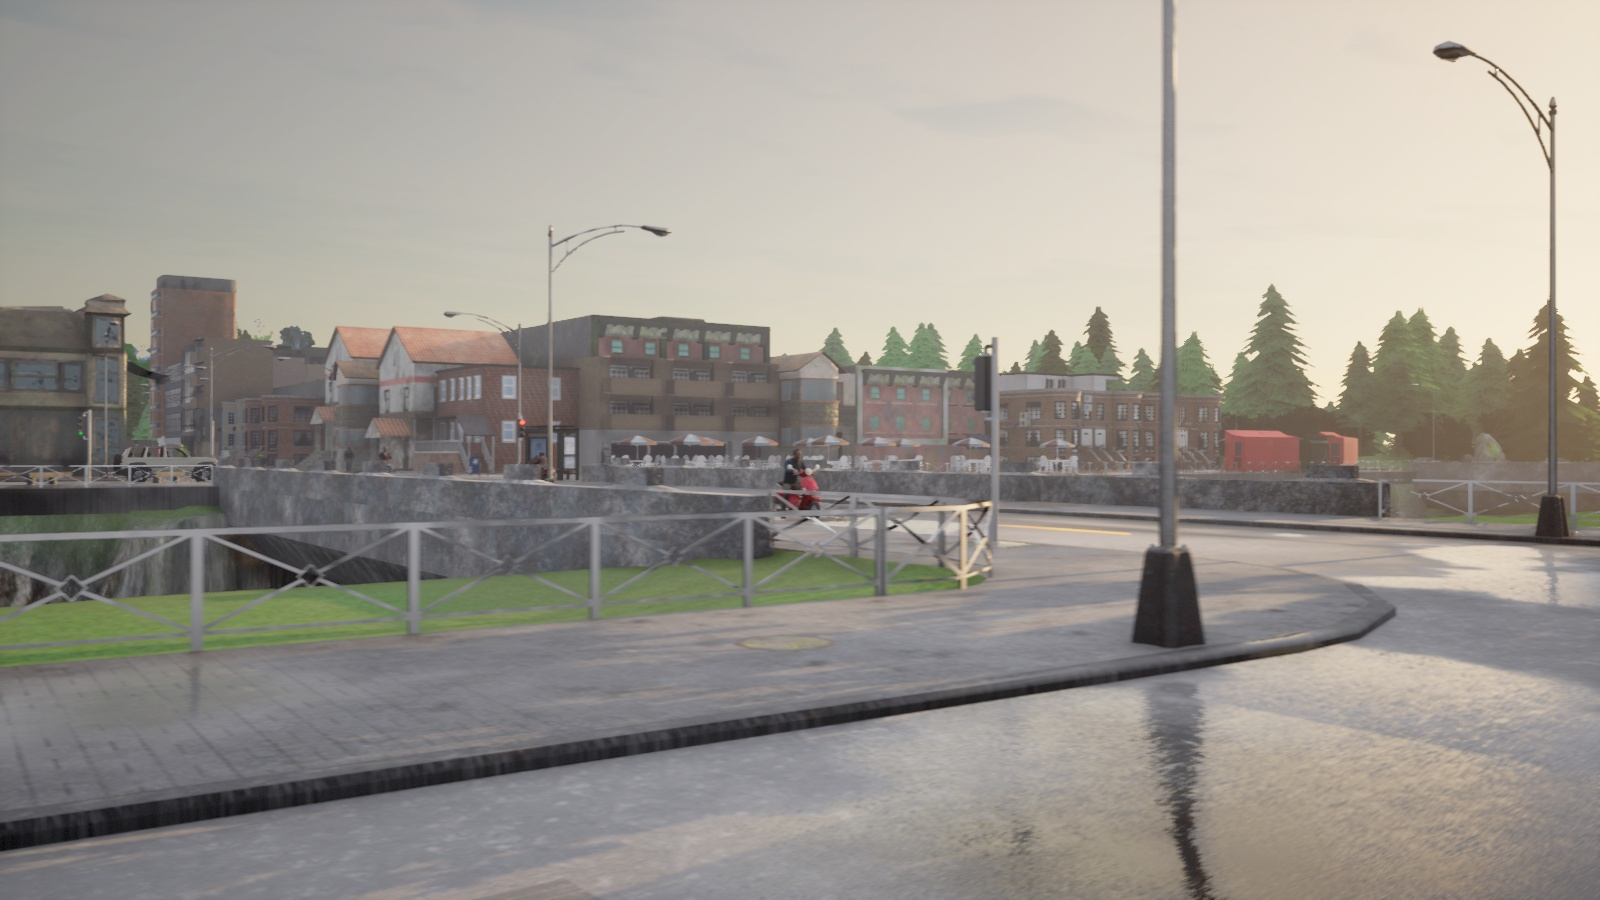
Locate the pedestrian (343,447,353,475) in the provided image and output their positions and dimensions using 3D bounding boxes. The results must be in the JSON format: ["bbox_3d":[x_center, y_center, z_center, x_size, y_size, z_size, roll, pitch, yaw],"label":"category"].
[{"bbox_3d":[-30.260,0.725,84.078,0.563,1.883,0.849,0,0,-26],"label":"pedestrian"}]

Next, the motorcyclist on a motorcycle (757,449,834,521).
[{"bbox_3d":[-0.118,0.768,28.451,0.866,1.590,1.817,0,0,-34],"label":"motorcyclist on a motorcycle"}]

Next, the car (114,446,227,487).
[{"bbox_3d":[-29.471,0.768,58.827,4.605,1.855,1.932,0,-1,-32],"label":"car"}]
